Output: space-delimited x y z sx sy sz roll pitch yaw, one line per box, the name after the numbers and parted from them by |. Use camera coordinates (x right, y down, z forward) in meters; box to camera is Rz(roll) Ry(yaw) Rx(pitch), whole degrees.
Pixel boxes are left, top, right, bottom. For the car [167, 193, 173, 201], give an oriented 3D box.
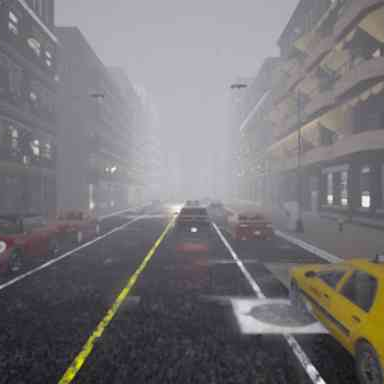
-5.707 1.504 72.242 1.887 1.381 4.507 0 0 0 | car

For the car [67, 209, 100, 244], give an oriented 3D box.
-5.693 1.537 15.880 1.887 1.381 4.507 0 0 0 | car

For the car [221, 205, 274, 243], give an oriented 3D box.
2.687 1.537 15.878 1.887 1.381 4.507 0 0 0 | car

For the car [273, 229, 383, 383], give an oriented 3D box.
2.690 1.523 4.775 1.752 1.417 4.829 0 0 0 | car

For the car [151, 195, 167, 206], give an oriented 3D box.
-5.703 1.521 55.332 2.008 1.369 4.403 0 0 0 | car

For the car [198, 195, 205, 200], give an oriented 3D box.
2.668 1.526 94.785 1.802 1.307 4.206 0 0 0 | car

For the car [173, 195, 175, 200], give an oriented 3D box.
-5.709 1.267 83.515 2.192 1.841 5.009 0 0 0 | car

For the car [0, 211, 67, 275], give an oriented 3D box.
-5.692 1.435 10.242 1.967 1.590 4.097 0 0 0 | car

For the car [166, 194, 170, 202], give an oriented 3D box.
-5.705 1.517 60.969 2.008 1.369 4.403 0 0 0 | car

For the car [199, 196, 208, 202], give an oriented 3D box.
2.672 1.537 77.876 1.802 1.307 4.206 0 0 0 | car

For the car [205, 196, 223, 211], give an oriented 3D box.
2.682 1.531 38.422 2.008 1.369 4.403 0 0 0 | car

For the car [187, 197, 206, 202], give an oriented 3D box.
0.091 1.529 36.006 2.033 1.411 5.357 0 0 0 | car

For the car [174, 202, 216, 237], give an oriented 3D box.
0.095 1.496 17.794 1.837 1.490 4.892 0 0 0 | car

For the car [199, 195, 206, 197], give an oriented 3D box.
2.677 1.491 61.137 1.752 1.417 4.829 0 0 0 | car

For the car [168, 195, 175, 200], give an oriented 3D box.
-5.712 1.470 94.616 1.752 1.417 4.829 0 0 0 | car
